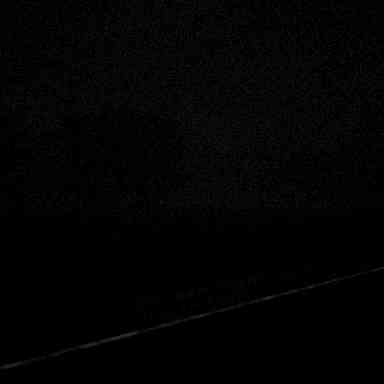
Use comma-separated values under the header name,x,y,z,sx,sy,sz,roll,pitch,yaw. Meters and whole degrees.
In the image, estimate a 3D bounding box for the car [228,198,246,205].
name,x,y,z,sx,sy,sz,roll,pitch,yaw
car,10.502,2.232,78.246,1.882,1.535,5.008,2,-2,-34

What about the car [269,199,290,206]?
name,x,y,z,sx,sy,sz,roll,pitch,yaw
car,17.702,2.118,67.516,1.812,1.442,4.674,2,-2,-34
